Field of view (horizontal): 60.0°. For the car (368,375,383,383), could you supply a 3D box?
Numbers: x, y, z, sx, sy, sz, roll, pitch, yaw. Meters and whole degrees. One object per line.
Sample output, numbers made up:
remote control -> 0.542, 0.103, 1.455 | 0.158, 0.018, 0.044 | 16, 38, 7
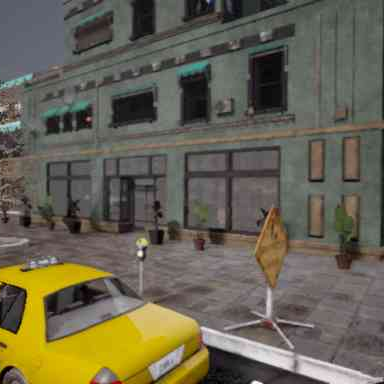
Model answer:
car -> 2.547, 1.442, 1.055 | 4.097, 1.590, 1.967 | 0, 1, 35

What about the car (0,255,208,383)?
car -> -2.110, 1.517, 4.374 | 4.829, 1.417, 1.752 | 0, 1, 35
